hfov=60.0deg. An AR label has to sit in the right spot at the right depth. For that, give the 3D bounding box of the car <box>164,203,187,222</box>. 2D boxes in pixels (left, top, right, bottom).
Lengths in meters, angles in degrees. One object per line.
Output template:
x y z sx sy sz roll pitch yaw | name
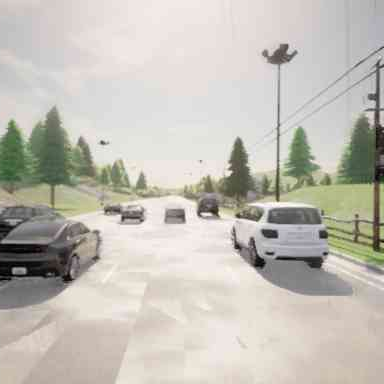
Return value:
-1.501 1.775 29.539 2.128 1.511 4.902 1 -1 -3 | car

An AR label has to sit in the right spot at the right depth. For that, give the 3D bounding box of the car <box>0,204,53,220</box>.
-7.837 1.404 16.513 2.097 1.767 4.553 1 -1 -3 | car

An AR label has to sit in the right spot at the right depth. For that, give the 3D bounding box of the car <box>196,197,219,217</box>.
1.641 1.625 36.588 2.150 2.045 5.566 1 -1 -3 | car

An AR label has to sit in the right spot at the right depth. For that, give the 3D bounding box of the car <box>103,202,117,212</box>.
-9.006 1.868 39.071 1.895 1.301 4.718 1 -1 -3 | car

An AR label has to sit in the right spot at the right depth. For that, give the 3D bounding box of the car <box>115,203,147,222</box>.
-4.967 1.770 28.781 2.033 1.411 5.357 1 -1 -3 | car

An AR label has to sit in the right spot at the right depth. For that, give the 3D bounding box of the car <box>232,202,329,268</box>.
2.912 1.393 12.129 2.150 2.045 5.566 1 0 -3 | car

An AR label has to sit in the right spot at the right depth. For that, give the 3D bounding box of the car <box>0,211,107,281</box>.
-4.002 1.548 9.910 1.837 1.490 4.892 1 0 -3 | car

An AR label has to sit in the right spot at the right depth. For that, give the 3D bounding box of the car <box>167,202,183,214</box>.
-2.180 2.008 42.637 1.895 1.301 4.718 1 -1 -3 | car
